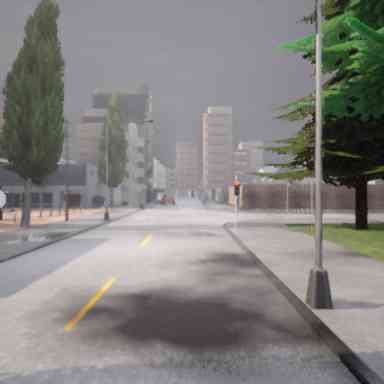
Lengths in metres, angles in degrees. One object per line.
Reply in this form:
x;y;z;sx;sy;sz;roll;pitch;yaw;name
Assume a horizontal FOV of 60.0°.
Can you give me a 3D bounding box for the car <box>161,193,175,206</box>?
-4.129;1.284;58.422;2.150;2.045;5.566;0;0;0;car
